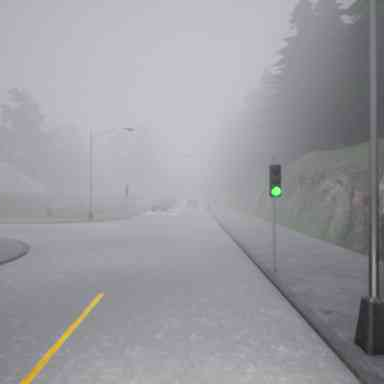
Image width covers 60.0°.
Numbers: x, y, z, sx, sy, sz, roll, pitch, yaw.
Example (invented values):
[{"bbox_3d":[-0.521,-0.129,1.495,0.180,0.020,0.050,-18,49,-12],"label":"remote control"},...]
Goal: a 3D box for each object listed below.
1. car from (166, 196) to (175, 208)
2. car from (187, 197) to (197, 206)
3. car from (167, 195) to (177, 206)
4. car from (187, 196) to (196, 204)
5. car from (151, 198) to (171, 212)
[{"bbox_3d":[-4.147,1.833,53.195,1.882,1.535,5.008,0,0,0],"label":"car"},{"bbox_3d":[0.033,1.899,63.101,1.882,1.535,5.008,0,0,0],"label":"car"},{"bbox_3d":[-4.109,1.648,63.876,2.150,2.045,5.566,0,0,0],"label":"car"},{"bbox_3d":[-0.082,1.867,76.571,2.097,1.767,4.553,0,0,0],"label":"car"},{"bbox_3d":[-4.130,1.813,42.904,1.812,1.442,4.674,0,0,0],"label":"car"}]
